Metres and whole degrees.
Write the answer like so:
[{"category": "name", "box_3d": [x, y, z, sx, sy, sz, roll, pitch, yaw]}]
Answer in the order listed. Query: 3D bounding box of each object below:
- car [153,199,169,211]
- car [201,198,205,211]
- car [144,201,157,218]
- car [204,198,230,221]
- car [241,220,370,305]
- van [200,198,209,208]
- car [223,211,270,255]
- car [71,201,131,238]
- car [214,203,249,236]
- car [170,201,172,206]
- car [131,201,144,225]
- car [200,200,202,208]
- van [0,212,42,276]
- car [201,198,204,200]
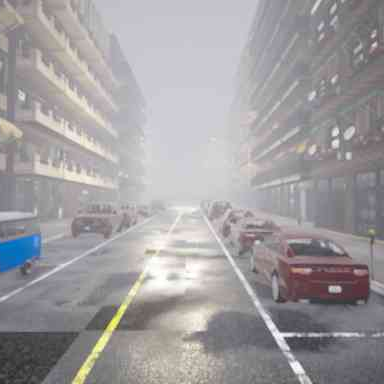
[{"category": "car", "box_3d": [-5.312, 1.983, 52.527, 2.192, 1.841, 5.009, 1, -1, 0]}, {"category": "car", "box_3d": [2.536, 1.955, 41.412, 1.967, 1.590, 4.097, 1, -1, 0]}, {"category": "car", "box_3d": [-5.311, 2.007, 35.936, 1.947, 1.339, 4.313, 1, -1, 0]}, {"category": "car", "box_3d": [2.543, 1.684, 30.351, 2.192, 1.841, 5.009, 1, -1, 0]}, {"category": "car", "box_3d": [2.581, 1.642, 8.227, 1.887, 1.381, 4.507, 1, -1, 0]}, {"category": "van", "box_3d": [2.527, 2.253, 69.068, 1.690, 1.788, 3.998, 1, -1, 0]}, {"category": "car", "box_3d": [2.579, 1.708, 13.756, 1.887, 1.381, 4.507, 1, -1, 0]}, {"category": "car", "box_3d": [-5.298, 1.546, 19.348, 2.192, 1.841, 5.009, 1, -1, 0]}, {"category": "car", "box_3d": [2.587, 1.671, 19.289, 1.967, 1.590, 4.097, 1, -1, 0]}, {"category": "car", "box_3d": [-5.327, 2.580, 74.647, 1.802, 1.307, 4.206, 1, -1, 0]}, {"category": "car", "box_3d": [-5.300, 1.615, 24.877, 2.192, 1.841, 5.009, 1, -1, 0]}, {"category": "car", "box_3d": [2.529, 2.249, 52.472, 1.802, 1.307, 4.206, 1, -1, 0]}, {"category": "van", "box_3d": [-5.295, 1.439, 8.288, 1.690, 1.788, 3.998, 1, -1, 0]}, {"category": "car", "box_3d": [2.530, 2.144, 63.537, 2.192, 1.841, 5.009, 1, -1, 0]}]
